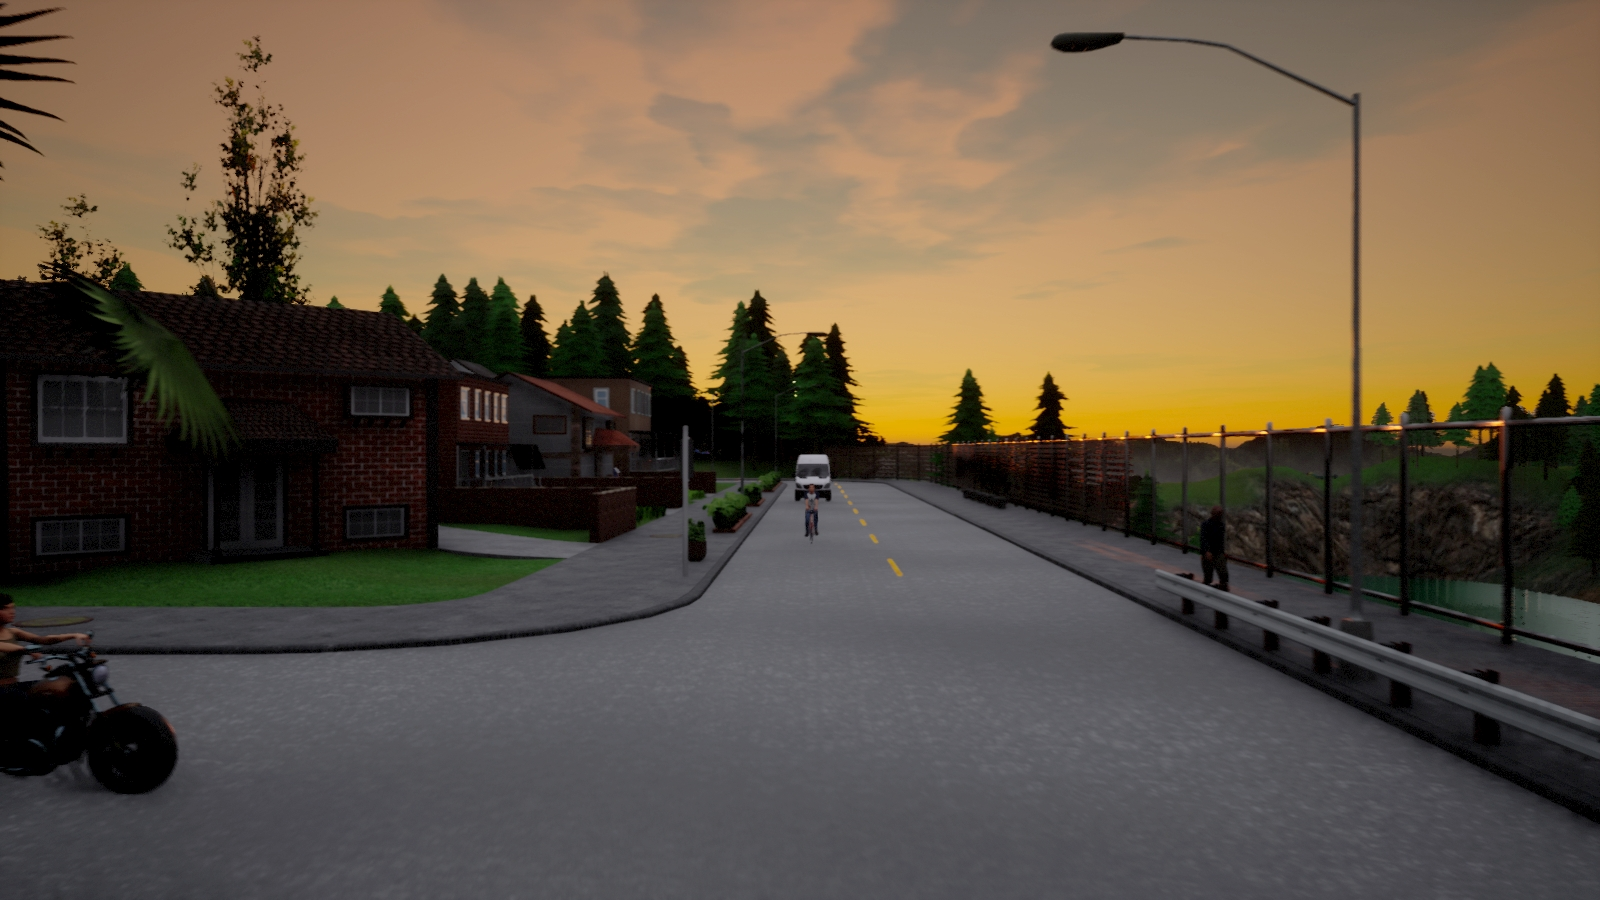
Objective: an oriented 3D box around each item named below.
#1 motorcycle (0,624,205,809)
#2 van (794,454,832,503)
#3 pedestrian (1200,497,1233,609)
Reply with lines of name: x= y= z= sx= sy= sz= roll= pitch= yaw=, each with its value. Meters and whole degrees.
motorcycle: x=-6.265 y=2.157 z=9.428 sx=2.356 sy=1.307 sz=0.764 roll=0 pitch=1 yaw=5
van: x=0.728 y=1.535 z=63.484 sx=1.988 sy=2.561 sz=5.915 roll=0 pitch=0 yaw=1
pedestrian: x=7.095 y=1.742 z=19.468 sx=0.375 sy=1.860 sz=0.375 roll=0 pitch=0 yaw=-18
